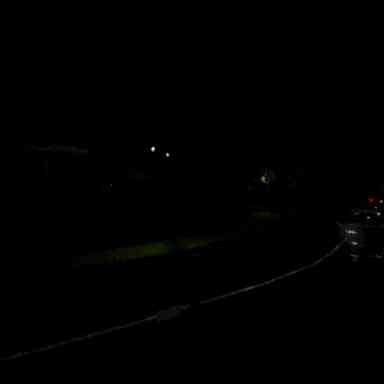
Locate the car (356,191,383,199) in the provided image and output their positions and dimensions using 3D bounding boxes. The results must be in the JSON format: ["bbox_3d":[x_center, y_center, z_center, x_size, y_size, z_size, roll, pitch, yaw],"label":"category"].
[{"bbox_3d":[17.775,0.974,32.904,2.150,2.045,5.566,-1,-1,12],"label":"car"}]

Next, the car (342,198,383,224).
[{"bbox_3d":[11.916,1.364,23.589,1.812,1.442,4.674,0,0,15],"label":"car"}]
